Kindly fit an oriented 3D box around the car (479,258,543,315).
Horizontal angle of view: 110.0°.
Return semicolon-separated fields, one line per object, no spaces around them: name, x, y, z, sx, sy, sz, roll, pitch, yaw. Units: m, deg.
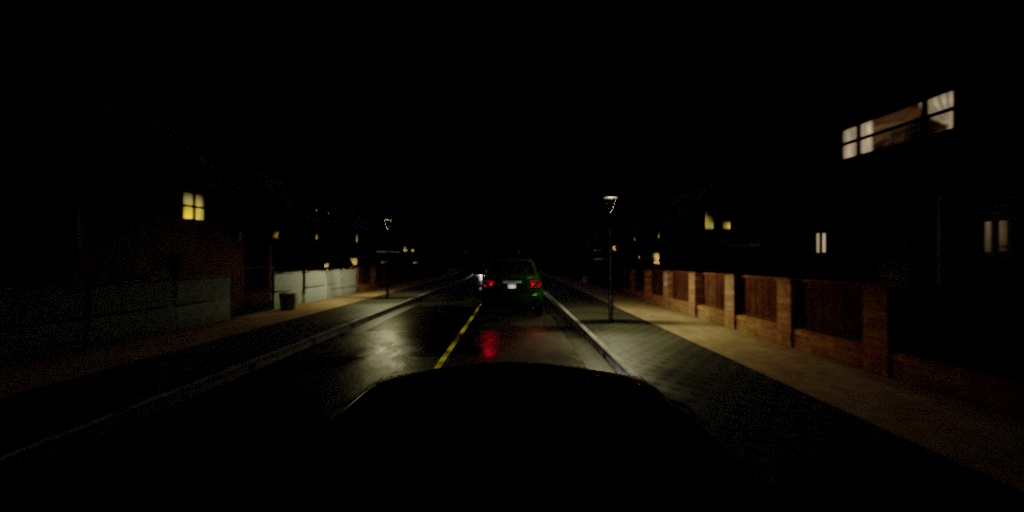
car;0.018;1.107;14.428;2.150;2.045;5.566;0;0;0

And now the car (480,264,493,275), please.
car;-3.662;1.838;51.234;1.837;1.490;4.892;0;-1;-5
